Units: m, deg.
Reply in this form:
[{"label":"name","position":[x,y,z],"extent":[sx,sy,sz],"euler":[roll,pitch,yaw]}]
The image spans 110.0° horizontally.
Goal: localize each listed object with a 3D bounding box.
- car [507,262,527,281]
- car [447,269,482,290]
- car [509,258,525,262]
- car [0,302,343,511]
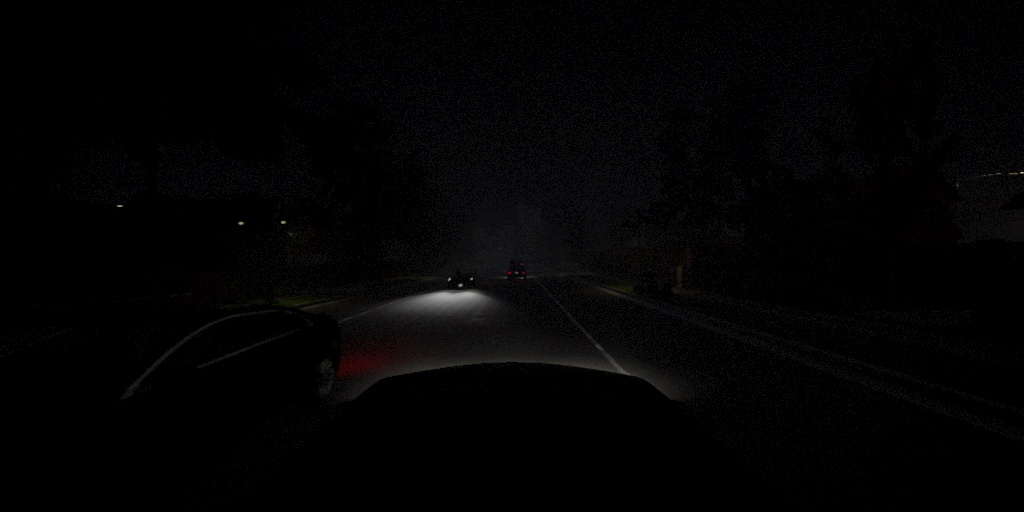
[{"label":"car","position":[0.460,1.562,34.410],"extent":[2.033,1.411,5.357],"euler":[-1,0,1]},{"label":"car","position":[-3.287,1.589,25.274],"extent":[1.895,1.301,4.718],"euler":[-1,0,1]},{"label":"car","position":[0.677,1.347,52.445],"extent":[2.150,2.045,5.566],"euler":[-1,0,1]},{"label":"car","position":[-3.547,1.304,3.590],"extent":[2.128,1.511,4.902],"euler":[-1,-1,1]}]
